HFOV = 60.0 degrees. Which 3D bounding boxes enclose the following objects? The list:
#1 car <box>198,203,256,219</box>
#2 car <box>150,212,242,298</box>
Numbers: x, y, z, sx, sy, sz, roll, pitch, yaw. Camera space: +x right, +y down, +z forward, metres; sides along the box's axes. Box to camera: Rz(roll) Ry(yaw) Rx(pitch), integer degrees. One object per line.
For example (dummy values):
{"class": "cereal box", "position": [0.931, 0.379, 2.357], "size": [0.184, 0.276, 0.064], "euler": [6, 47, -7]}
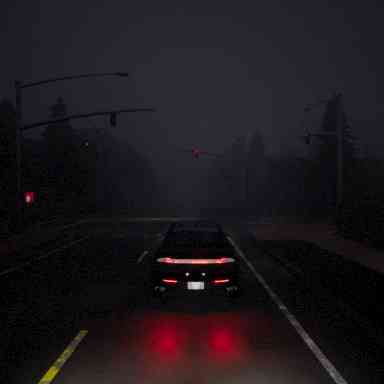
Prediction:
{"class": "car", "position": [2.816, 1.591, 27.887], "size": [4.718, 1.301, 1.895], "euler": [0, 0, -4]}
{"class": "car", "position": [0.091, 1.492, 8.487], "size": [2.128, 1.511, 4.902], "euler": [0, 0, 1]}
